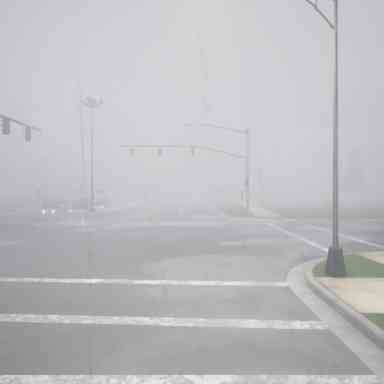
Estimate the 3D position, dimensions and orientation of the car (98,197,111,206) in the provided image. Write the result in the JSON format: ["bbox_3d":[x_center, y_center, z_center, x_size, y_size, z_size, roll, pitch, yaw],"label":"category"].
[{"bbox_3d":[-14.342,1.564,53.231,1.994,1.385,4.181,0,0,2],"label":"car"}]

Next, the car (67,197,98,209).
[{"bbox_3d":[-14.506,1.505,44.325,1.837,1.490,4.892,0,0,1],"label":"car"}]

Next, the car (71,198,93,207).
[{"bbox_3d":[-17.842,1.601,53.980,1.895,1.301,4.718,0,0,1],"label":"car"}]

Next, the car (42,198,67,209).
[{"bbox_3d":[-18.007,1.547,44.397,2.033,1.411,5.357,0,0,1],"label":"car"}]
